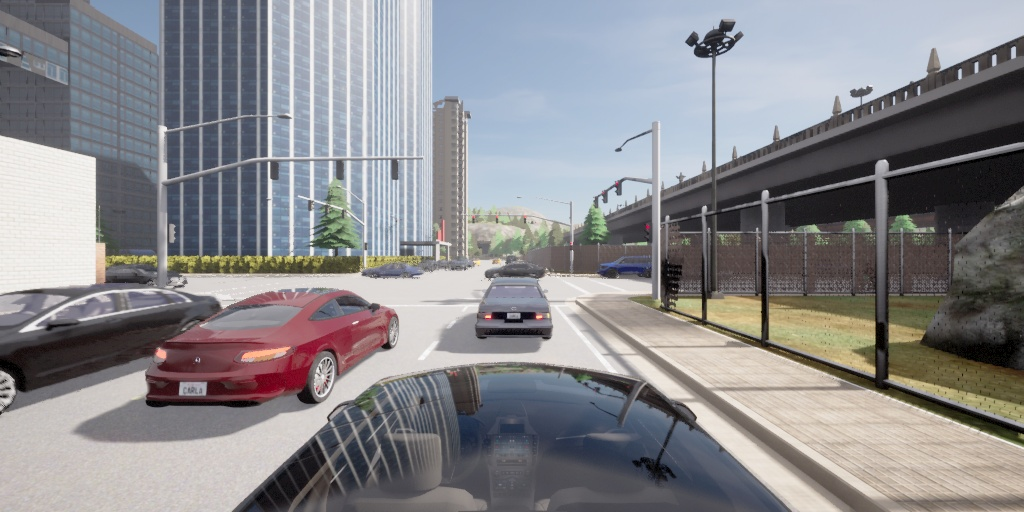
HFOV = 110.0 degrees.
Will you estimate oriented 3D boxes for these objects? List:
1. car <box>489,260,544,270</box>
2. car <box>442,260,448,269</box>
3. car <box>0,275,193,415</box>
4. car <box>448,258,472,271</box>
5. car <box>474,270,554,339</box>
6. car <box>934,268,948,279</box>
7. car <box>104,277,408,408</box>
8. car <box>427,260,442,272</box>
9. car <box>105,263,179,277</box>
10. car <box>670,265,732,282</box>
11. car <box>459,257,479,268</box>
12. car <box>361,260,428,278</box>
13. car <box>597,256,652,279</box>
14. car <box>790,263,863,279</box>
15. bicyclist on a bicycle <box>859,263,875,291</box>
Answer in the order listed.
[{"bbox_3d":[0.211,1.280,29.098,4.892,1.490,1.837,0,0,0],"label":"car"},{"bbox_3d":[-10.690,1.276,54.993,1.812,1.442,4.674,0,0,0],"label":"car"},{"bbox_3d":[-7.102,1.241,5.651,2.128,1.511,4.902,0,0,0],"label":"car"},{"bbox_3d":[-7.177,1.314,49.527,1.994,1.385,4.181,0,0,0],"label":"car"},{"bbox_3d":[0.079,1.297,10.013,2.033,1.411,5.357,0,0,1],"label":"car"},{"bbox_3d":[37.494,1.297,29.226,4.902,1.511,2.128,0,0,0],"label":"car"},{"bbox_3d":[-3.449,1.276,6.193,1.812,1.442,4.674,0,0,0],"label":"car"},{"bbox_3d":[-10.677,1.255,45.754,1.837,1.490,4.892,0,0,0],"label":"car"},{"bbox_3d":[-22.583,1.331,21.823,4.674,1.442,1.812,0,0,0],"label":"car"},{"bbox_3d":[15.061,1.406,29.158,4.718,1.301,1.895,0,0,0],"label":"car"},{"bbox_3d":[-7.182,1.297,58.765,2.033,1.411,5.357,0,0,0],"label":"car"},{"bbox_3d":[-10.738,1.332,32.554,5.357,1.411,2.033,0,0,0],"label":"car"},{"bbox_3d":[10.665,1.027,32.727,5.566,2.045,2.150,0,0,2],"label":"car"},{"bbox_3d":[28.655,1.353,32.712,5.357,1.411,2.033,0,0,0],"label":"car"},{"bbox_3d":[18.267,1.106,18.188,0.582,1.620,1.656,0,0,0],"label":"bicyclist on a bicycle"}]
